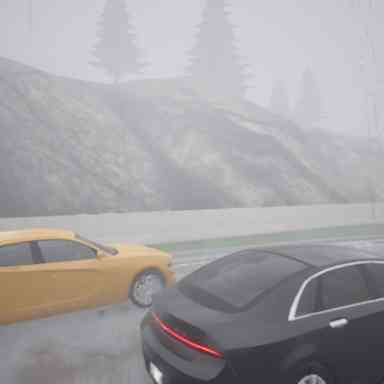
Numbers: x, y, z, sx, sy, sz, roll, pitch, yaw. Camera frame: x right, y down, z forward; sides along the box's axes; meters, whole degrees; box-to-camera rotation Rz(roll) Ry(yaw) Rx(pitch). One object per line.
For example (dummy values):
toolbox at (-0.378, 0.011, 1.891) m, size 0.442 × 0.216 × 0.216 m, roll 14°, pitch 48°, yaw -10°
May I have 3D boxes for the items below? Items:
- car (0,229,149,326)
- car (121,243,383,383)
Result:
car at (-2.663, 1.418, 6.098) m, size 5.008 × 1.535 × 1.882 m, roll -1°, pitch 0°, yaw -34°
car at (1.776, 1.451, 4.339) m, size 4.892 × 1.490 × 1.837 m, roll -1°, pitch 0°, yaw -29°
